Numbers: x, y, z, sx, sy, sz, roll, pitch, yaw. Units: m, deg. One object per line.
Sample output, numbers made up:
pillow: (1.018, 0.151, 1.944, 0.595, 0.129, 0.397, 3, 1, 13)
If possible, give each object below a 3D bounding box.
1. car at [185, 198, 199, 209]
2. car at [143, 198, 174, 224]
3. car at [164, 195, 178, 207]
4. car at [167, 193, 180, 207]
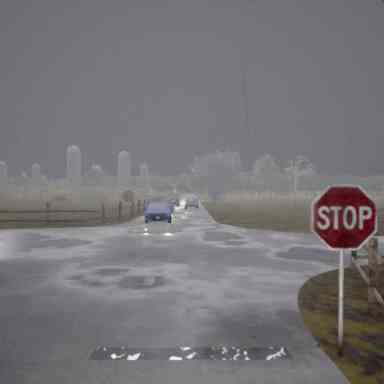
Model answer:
car: (-0.042, 1.505, 45.403, 2.033, 1.411, 5.357, 0, 0, 0)
car: (-2.524, 1.464, 24.775, 1.882, 1.535, 5.008, 0, 0, -5)
car: (-2.959, 1.463, 36.797, 2.128, 1.511, 4.902, 0, 0, 0)
car: (-2.987, 1.171, 50.580, 2.150, 2.045, 5.566, 0, 0, 0)
